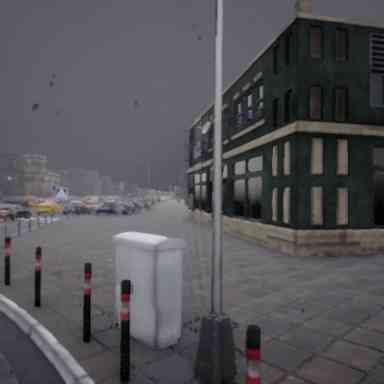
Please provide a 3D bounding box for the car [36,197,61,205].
[{"bbox_3d":[-31.198,1.899,72.584,4.553,1.767,2.185,1,0,-2],"label":"car"}]

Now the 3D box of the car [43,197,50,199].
[{"bbox_3d":[-30.890,1.964,64.317,5.008,1.535,2.097,1,0,-2],"label":"car"}]

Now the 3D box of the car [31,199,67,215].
[{"bbox_3d":[-17.386,1.931,40.634,1.882,1.535,5.008,1,-1,-2],"label":"car"}]

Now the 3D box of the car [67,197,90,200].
[{"bbox_3d":[-17.823,2.026,51.377,1.882,1.535,5.008,1,0,-2],"label":"car"}]

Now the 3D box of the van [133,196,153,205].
[{"bbox_3d":[-11.342,2.051,77.274,4.442,1.987,1.878,1,-1,-2],"label":"van"}]

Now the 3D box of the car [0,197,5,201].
[{"bbox_3d":[-30.159,1.729,47.786,4.553,1.767,2.185,1,-1,-2],"label":"car"}]

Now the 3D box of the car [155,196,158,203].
[{"bbox_3d":[-11.083,2.007,74.502,5.566,2.045,2.435,1,0,-2],"label":"car"}]

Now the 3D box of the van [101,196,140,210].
[{"bbox_3d":[-10.092,1.855,46.850,4.442,1.987,1.878,1,0,-2],"label":"van"}]

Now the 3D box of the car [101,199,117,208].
[{"bbox_3d":[-15.295,2.118,61.540,1.882,1.535,5.008,1,0,-2],"label":"car"}]

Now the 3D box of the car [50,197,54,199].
[{"bbox_3d":[-31.029,1.857,67.071,4.553,1.767,2.185,1,0,-2],"label":"car"}]

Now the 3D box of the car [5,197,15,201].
[{"bbox_3d":[-30.313,1.877,50.543,4.892,1.521,2.231,1,-1,-2],"label":"car"}]

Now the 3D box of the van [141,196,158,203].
[{"bbox_3d":[-12.028,2.203,93.932,4.442,1.987,1.878,1,-1,-2],"label":"van"}]

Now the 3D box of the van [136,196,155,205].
[{"bbox_3d":[-11.223,2.077,80.058,4.442,1.987,1.878,1,-1,-2],"label":"van"}]

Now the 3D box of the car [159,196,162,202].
[{"bbox_3d":[-11.825,2.150,91.161,5.566,2.045,2.435,1,-1,-2],"label":"car"}]

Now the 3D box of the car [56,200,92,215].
[{"bbox_3d":[-14.395,2.035,40.814,2.033,1.411,5.357,1,-1,-2],"label":"car"}]

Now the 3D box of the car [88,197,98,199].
[{"bbox_3d":[-18.258,2.127,60.585,1.812,1.442,4.674,1,0,-2],"label":"car"}]

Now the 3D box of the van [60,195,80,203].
[{"bbox_3d":[-31.693,1.923,86.484,4.442,1.987,1.878,1,-1,-2],"label":"van"}]

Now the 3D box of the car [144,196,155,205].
[{"bbox_3d":[-10.803,1.950,66.295,5.566,2.045,2.435,1,0,-2],"label":"car"}]

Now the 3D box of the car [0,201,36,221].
[{"bbox_3d":[-16.622,1.828,30.662,2.128,1.511,4.902,1,-1,-6],"label":"car"}]

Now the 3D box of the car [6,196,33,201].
[{"bbox_3d":[-30.563,1.659,56.052,5.566,2.045,2.435,1,0,-2],"label":"car"}]

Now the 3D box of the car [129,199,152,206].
[{"bbox_3d":[-11.003,2.277,71.722,4.674,1.452,2.002,1,0,-2],"label":"car"}]

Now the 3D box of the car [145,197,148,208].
[{"bbox_3d":[-10.326,2.136,55.186,5.008,1.535,2.097,1,0,-2],"label":"car"}]

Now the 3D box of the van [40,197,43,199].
[{"bbox_3d":[-30.649,1.722,61.568,4.442,1.987,1.878,1,0,-2],"label":"van"}]

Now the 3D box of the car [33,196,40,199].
[{"bbox_3d":[-30.468,1.927,58.815,5.366,1.575,1.946,1,0,-2],"label":"car"}]

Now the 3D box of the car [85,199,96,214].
[{"bbox_3d":[-14.816,2.182,51.240,1.895,1.301,4.718,1,0,-2],"label":"car"}]

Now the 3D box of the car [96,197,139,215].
[{"bbox_3d":[-9.826,1.929,43.950,4.553,1.767,2.185,1,-1,-2],"label":"car"}]

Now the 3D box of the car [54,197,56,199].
[{"bbox_3d":[-31.145,1.877,69.826,4.553,1.767,2.185,1,0,-2],"label":"car"}]

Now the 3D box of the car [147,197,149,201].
[{"bbox_3d":[-10.423,2.152,57.839,4.892,1.521,2.231,1,0,-2],"label":"car"}]

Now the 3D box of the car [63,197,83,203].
[{"bbox_3d":[-31.921,2.214,89.107,4.674,1.452,2.002,1,-1,-2],"label":"car"}]

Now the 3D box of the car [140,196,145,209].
[{"bbox_3d":[-10.169,1.994,52.287,4.553,1.767,2.185,1,0,-2],"label":"car"}]
